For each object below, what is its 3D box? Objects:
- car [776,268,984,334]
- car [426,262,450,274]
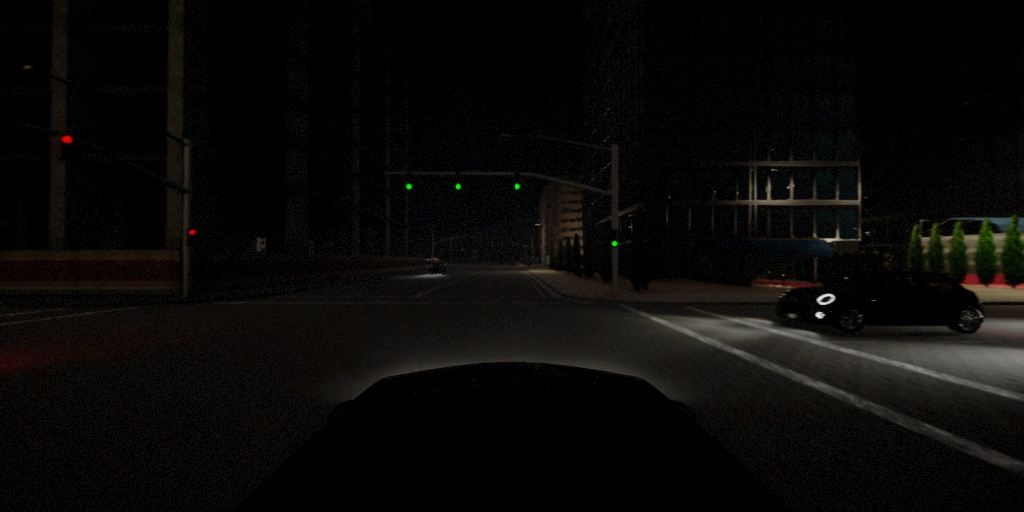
[{"bbox_3d":[10.598,1.201,10.643,4.553,1.767,2.097,0,-1,2],"label":"car"},{"bbox_3d":[-10.515,1.856,51.085,1.895,1.301,4.718,0,-1,0],"label":"car"}]
